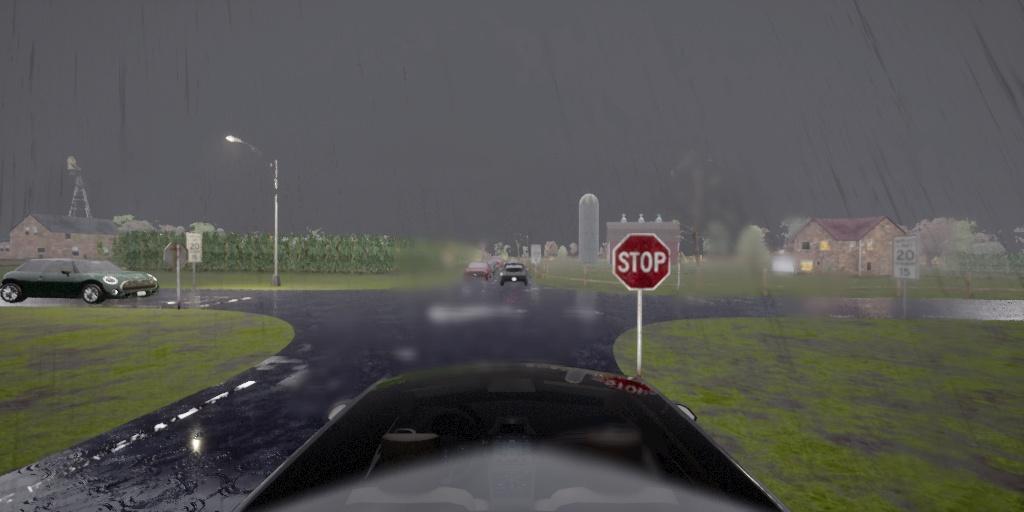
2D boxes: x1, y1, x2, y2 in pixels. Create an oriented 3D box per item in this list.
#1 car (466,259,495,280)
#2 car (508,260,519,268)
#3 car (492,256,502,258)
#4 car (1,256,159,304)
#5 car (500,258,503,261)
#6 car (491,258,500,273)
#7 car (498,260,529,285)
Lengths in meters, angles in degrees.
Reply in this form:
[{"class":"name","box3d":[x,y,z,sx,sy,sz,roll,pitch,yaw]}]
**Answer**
[{"class":"car","box3d":[-2.813,1.236,31.012,1.882,1.535,5.008,0,0,1]},{"class":"car","box3d":[0.212,1.395,61.997,1.895,1.301,4.718,0,0,0]},{"class":"car","box3d":[-2.672,1.017,62.451,2.150,2.045,5.566,0,0,1]},{"class":"car","box3d":[-17.156,0.888,14.439,4.553,1.767,2.097,1,1,0]},{"class":"car","box3d":[-2.741,1.342,50.654,1.994,1.385,4.181,0,0,0]},{"class":"car","box3d":[-2.771,1.258,40.608,2.128,1.511,4.902,0,0,0]},{"class":"car","box3d":[0.146,1.260,25.974,1.837,1.490,4.892,0,0,0]}]
